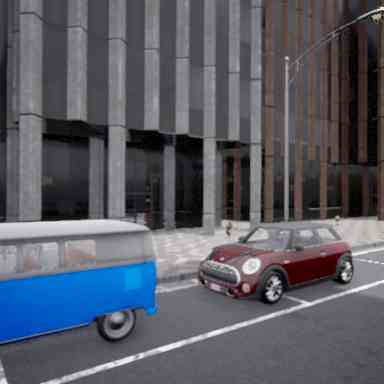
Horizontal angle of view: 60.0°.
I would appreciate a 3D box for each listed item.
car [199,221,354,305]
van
[{"bbox_3d":[2.129,1.499,8.179,4.097,1.590,1.967,1,-1,-36],"label":"car"},{"bbox_3d":[-2.456,1.348,4.901,3.998,1.788,1.690,1,-1,-36],"label":"van"}]
